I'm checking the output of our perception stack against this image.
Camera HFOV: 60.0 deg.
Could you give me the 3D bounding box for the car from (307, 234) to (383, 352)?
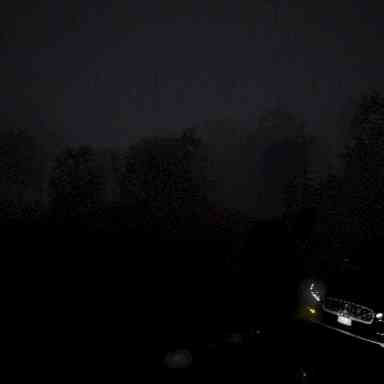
[{"bbox_3d":[4.069,1.517,5.973,4.892,1.490,1.837,0,0,-35],"label":"car"}]
